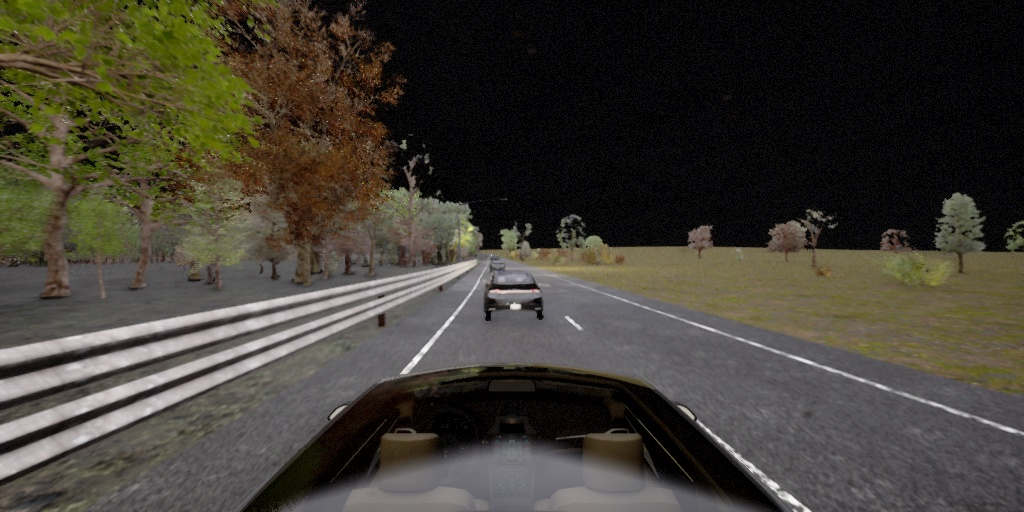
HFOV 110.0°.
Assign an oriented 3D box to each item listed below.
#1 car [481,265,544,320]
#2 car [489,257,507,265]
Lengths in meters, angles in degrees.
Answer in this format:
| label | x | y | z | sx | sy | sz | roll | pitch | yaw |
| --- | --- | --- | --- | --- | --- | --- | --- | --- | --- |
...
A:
| label | x | y | z | sx | sy | sz | roll | pitch | yaw |
| --- | --- | --- | --- | --- | --- | --- | --- | --- | --- |
| car | -0.034 | 1.238 | 12.675 | 2.128 | 1.511 | 4.902 | 0 | 0 | -3 |
| car | -1.676 | 1.209 | 42.635 | 2.128 | 1.511 | 4.902 | 0 | 0 | -3 |
